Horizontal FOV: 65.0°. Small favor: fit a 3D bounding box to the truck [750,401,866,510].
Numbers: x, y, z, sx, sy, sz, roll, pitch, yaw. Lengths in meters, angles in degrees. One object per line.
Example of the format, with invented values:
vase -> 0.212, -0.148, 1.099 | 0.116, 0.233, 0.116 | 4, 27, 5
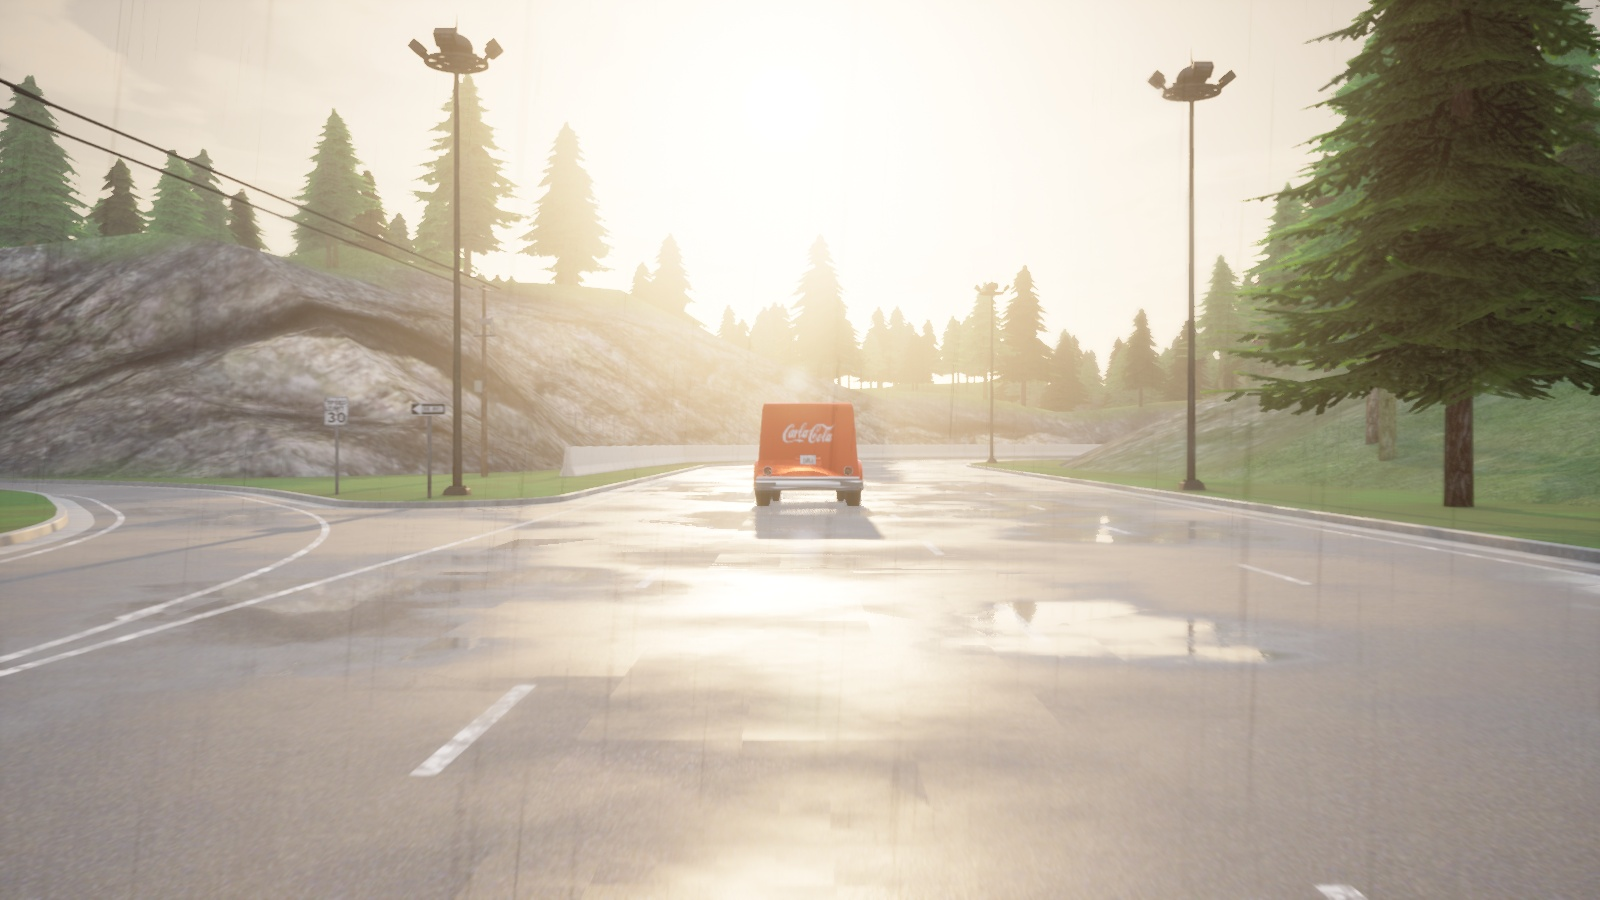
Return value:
truck -> 0.207, 0.089, 31.092 | 2.627, 2.467, 5.204 | 0, 1, 0
